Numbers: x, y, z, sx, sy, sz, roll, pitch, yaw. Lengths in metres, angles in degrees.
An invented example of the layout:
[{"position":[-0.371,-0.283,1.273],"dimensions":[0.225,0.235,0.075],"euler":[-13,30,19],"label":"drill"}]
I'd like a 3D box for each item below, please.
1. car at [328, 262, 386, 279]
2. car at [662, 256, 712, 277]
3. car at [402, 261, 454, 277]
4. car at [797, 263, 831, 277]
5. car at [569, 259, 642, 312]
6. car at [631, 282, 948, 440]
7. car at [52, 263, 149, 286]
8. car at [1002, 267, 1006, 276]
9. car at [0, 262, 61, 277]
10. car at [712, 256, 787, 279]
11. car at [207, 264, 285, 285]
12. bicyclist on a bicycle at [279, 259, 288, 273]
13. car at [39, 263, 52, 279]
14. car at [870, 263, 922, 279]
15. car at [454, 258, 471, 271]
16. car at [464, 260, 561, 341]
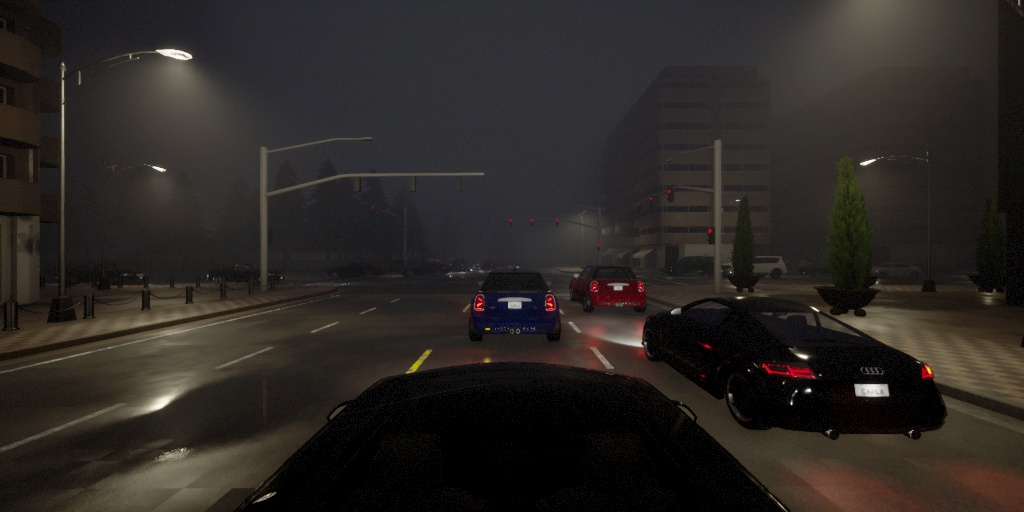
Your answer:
[{"position":[-14.246,1.287,32.977],"dimensions":[5.008,1.535,1.882],"euler":[0,0,0],"label":"car"},{"position":[18.400,1.031,36.620],"dimensions":[5.566,2.045,2.150],"euler":[0,0,0],"label":"car"},{"position":[-8.714,1.302,36.500],"dimensions":[4.892,1.490,1.837],"euler":[0,0,0],"label":"car"},{"position":[32.090,1.409,36.679],"dimensions":[4.718,1.301,1.895],"euler":[0,0,0],"label":"car"},{"position":[3.598,1.103,14.241],"dimensions":[2.097,1.767,4.553],"euler":[0,0,0],"label":"car"},{"position":[3.604,1.314,5.600],"dimensions":[1.994,1.385,4.181],"euler":[0,0,0],"label":"car"},{"position":[-28.979,1.300,25.709],"dimensions":[4.902,1.511,2.128],"euler":[0,0,0],"label":"car"},{"position":[52.845,1.410,36.674],"dimensions":[4.718,1.301,1.895],"euler":[0,0,0],"label":"car"},{"position":[-49.538,1.356,36.263],"dimensions":[5.357,1.411,2.033],"euler":[0,0,0],"label":"car"},{"position":[22.149,1.030,33.137],"dimensions":[5.566,2.045,2.150],"euler":[0,0,0],"label":"car"},{"position":[-19.010,1.299,25.752],"dimensions":[4.902,1.511,2.128],"euler":[0,0,0],"label":"car"},{"position":[-25.635,1.110,40.206],"dimensions":[0.582,1.620,1.656],"euler":[0,0,0],"label":"bicyclist on a bicycle"},{"position":[-40.124,1.334,32.859],"dimensions":[4.674,1.442,1.812],"euler":[0,0,0],"label":"car"},{"position":[34.995,1.334,33.182],"dimensions":[4.674,1.442,1.812],"euler":[0,0,0],"label":"car"},{"position":[-6.936,1.107,47.457],"dimensions":[2.097,1.767,4.553],"euler":[0,0,2],"label":"car"},{"position":[0.078,1.103,10.011],"dimensions":[2.097,1.767,4.553],"euler":[0,0,0],"label":"car"}]
